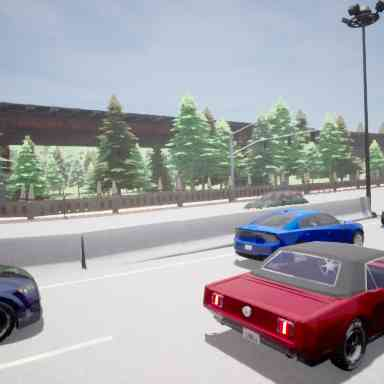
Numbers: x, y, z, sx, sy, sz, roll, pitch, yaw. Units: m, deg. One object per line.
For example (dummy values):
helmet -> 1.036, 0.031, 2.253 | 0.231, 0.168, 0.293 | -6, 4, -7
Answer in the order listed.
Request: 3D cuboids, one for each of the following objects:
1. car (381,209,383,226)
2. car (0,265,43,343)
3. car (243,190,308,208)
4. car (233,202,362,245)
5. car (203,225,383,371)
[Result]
car -> 10.840, 0.879, 15.876 | 4.181, 1.385, 1.994 | -4, 2, -36
car -> -4.489, 1.564, 4.847 | 4.181, 1.385, 1.994 | 0, 0, -36
car -> 5.201, 0.772, 20.694 | 4.553, 1.767, 2.097 | -4, 2, -36
car -> 3.560, 1.283, 10.630 | 5.008, 1.535, 1.882 | -3, 2, -36
car -> 2.573, 1.528, 5.607 | 4.718, 1.301, 1.895 | -2, 1, -36
